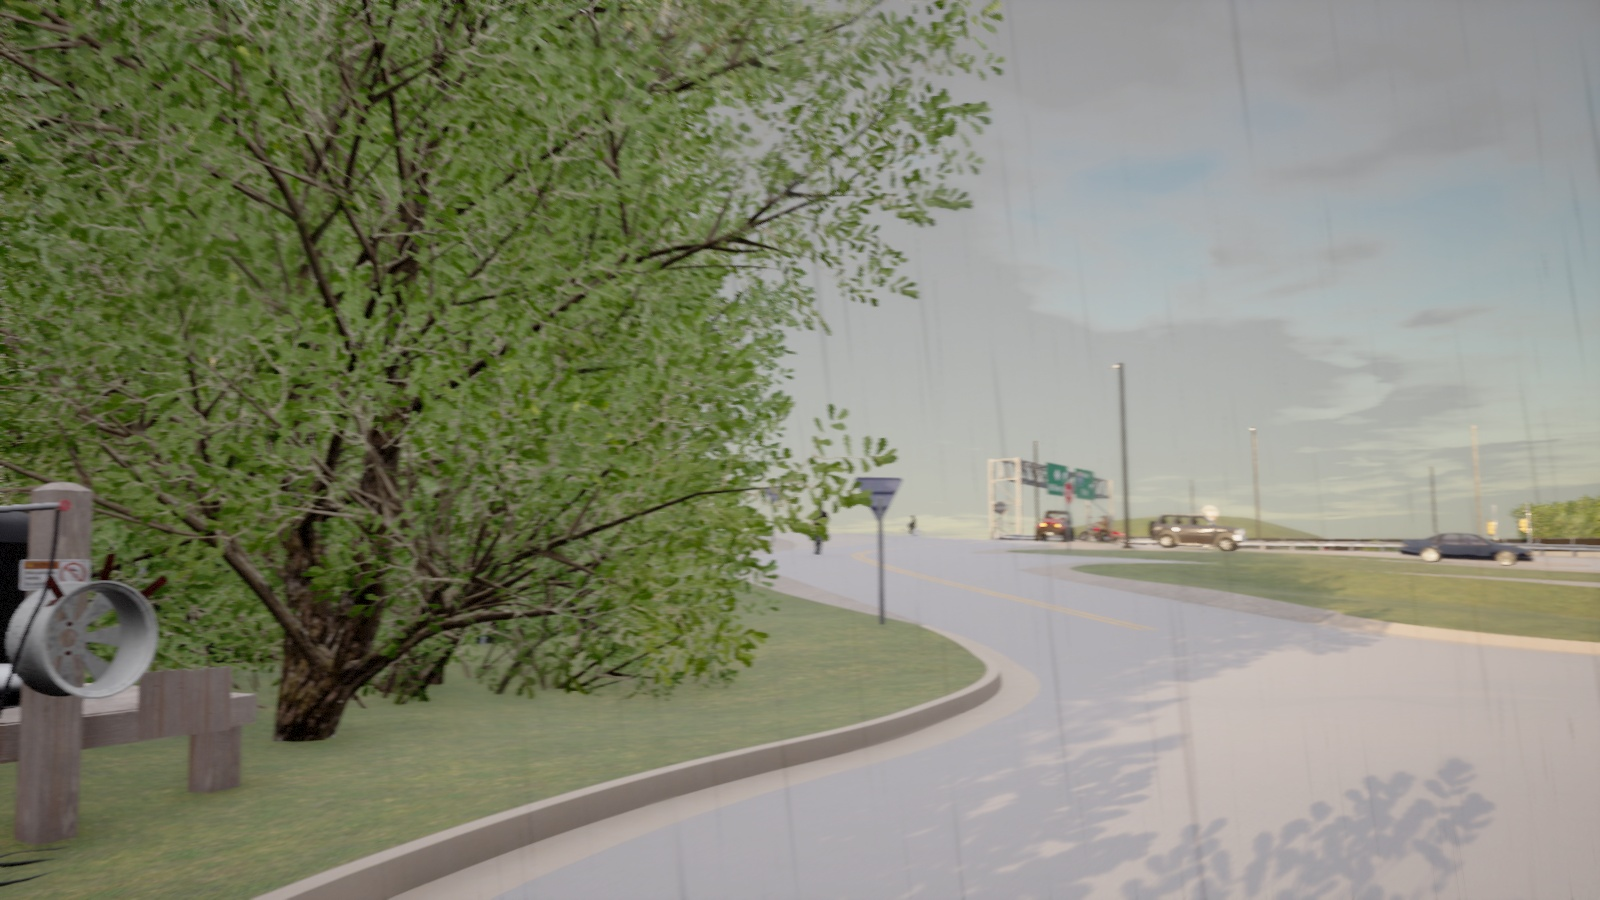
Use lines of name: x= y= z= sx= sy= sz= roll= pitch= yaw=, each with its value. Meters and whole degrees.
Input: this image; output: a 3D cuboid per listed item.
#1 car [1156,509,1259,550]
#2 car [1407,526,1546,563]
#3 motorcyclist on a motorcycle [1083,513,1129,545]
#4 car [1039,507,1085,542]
car: x=20.348 y=3.967 z=62.690 sx=4.605 sy=1.855 sz=1.932 roll=1 pitch=-4 yaw=26
car: x=30.356 y=4.238 z=56.372 sx=5.357 sy=1.411 sz=2.033 roll=0 pitch=-4 yaw=32
motorcyclist on a motorcycle: x=16.608 y=4.263 z=68.183 sx=2.350 sy=1.649 sz=0.766 roll=1 pitch=-3 yaw=14
car: x=15.263 y=4.348 z=73.003 sx=1.905 sy=1.878 sz=3.866 roll=1 pitch=-4 yaw=21
